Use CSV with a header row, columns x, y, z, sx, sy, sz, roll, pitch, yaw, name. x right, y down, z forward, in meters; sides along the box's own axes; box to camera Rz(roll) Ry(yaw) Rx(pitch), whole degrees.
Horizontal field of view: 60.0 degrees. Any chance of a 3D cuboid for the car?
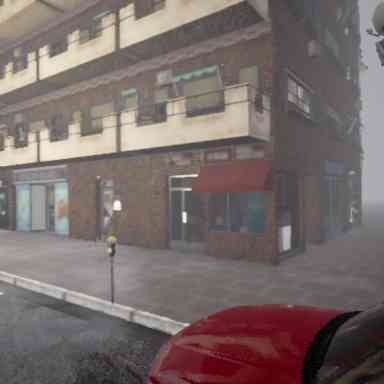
x,y,z,sx,sy,sz,roll,pitch,yaw,name
1.934,1.313,1.510,5.009,1.841,2.192,0,-1,36,car
